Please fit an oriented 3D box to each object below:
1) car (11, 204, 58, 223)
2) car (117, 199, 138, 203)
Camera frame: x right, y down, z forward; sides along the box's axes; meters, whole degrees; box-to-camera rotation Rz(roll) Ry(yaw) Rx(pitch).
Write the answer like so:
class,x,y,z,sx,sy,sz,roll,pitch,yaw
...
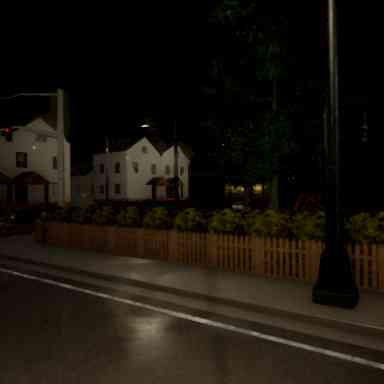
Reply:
class,x,y,z,sx,sy,sz,roll,pitch,yaw
car,-13.399,1.842,29.495,2.128,1.511,4.902,-1,-1,35
car,-7.747,1.704,37.663,2.097,1.767,4.553,-1,-1,35
